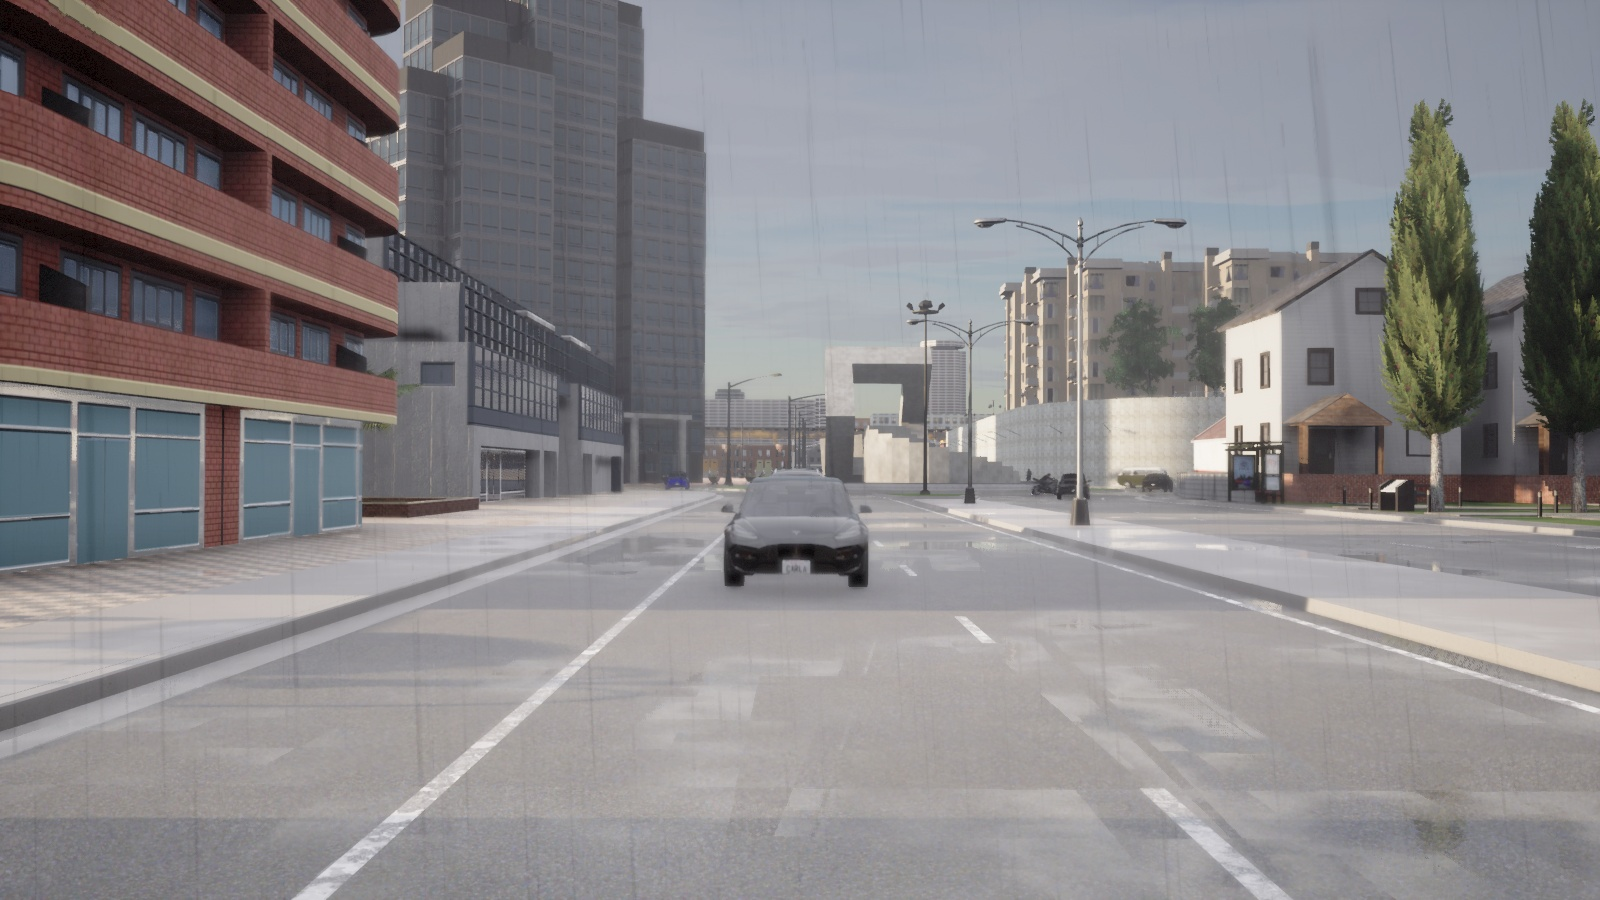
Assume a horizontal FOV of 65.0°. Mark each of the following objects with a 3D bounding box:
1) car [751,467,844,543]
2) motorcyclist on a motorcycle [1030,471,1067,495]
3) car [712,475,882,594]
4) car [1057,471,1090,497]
[{"bbox_3d":[-0.069,1.247,29.993,2.033,1.649,4.856,0,-1,0],"label":"car"},{"bbox_3d":[16.522,2.182,83.467,2.191,1.530,0.866,0,-1,-16],"label":"motorcyclist on a motorcycle"},{"bbox_3d":[-0.042,1.123,18.430,2.163,1.488,4.792,0,-1,0],"label":"car"},{"bbox_3d":[16.046,1.988,73.632,1.837,1.490,4.892,-1,-1,12],"label":"car"}]
